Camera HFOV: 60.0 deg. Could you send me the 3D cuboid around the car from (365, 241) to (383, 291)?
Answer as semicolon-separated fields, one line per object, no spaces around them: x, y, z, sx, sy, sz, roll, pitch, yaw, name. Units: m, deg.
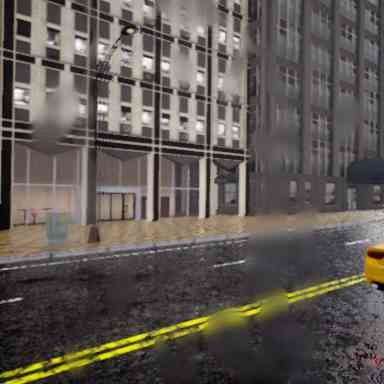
5.999;1.474;7.709;5.008;1.535;1.882;0;0;-35;car
